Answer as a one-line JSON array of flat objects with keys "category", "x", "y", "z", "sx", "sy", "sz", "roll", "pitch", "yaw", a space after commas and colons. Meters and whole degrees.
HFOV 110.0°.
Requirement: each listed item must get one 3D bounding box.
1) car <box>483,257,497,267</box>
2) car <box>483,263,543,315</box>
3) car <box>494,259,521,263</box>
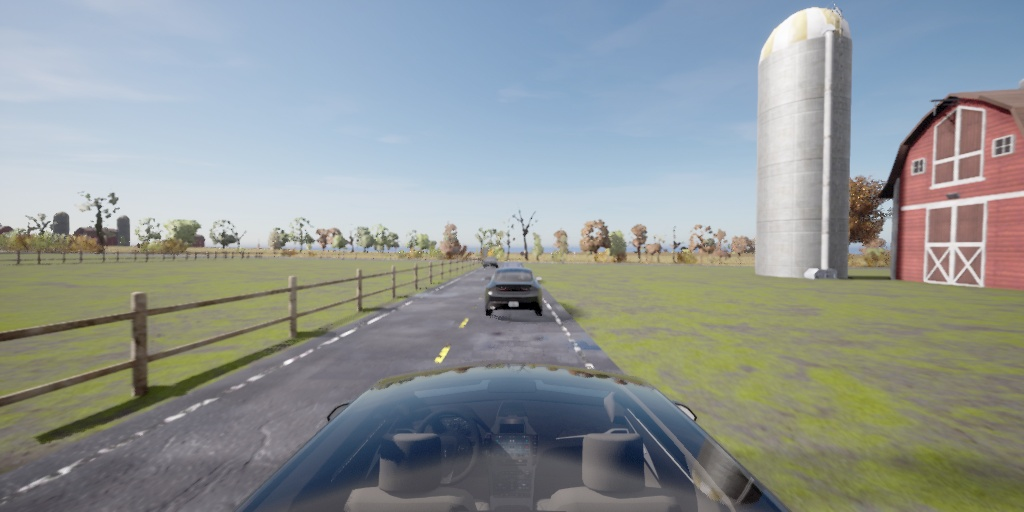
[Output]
[{"category": "car", "x": -2.835, "y": 0.854, "z": 48.125, "sx": 1.882, "sy": 1.535, "sz": 5.008, "roll": 0, "pitch": 0, "yaw": 0}, {"category": "car", "x": 0.062, "y": 1.160, "z": 12.986, "sx": 1.837, "sy": 1.490, "sz": 4.892, "roll": 0, "pitch": 0, "yaw": 0}, {"category": "car", "x": 0.048, "y": 1.094, "z": 26.038, "sx": 2.033, "sy": 1.411, "sz": 5.357, "roll": 0, "pitch": 0, "yaw": 0}]
